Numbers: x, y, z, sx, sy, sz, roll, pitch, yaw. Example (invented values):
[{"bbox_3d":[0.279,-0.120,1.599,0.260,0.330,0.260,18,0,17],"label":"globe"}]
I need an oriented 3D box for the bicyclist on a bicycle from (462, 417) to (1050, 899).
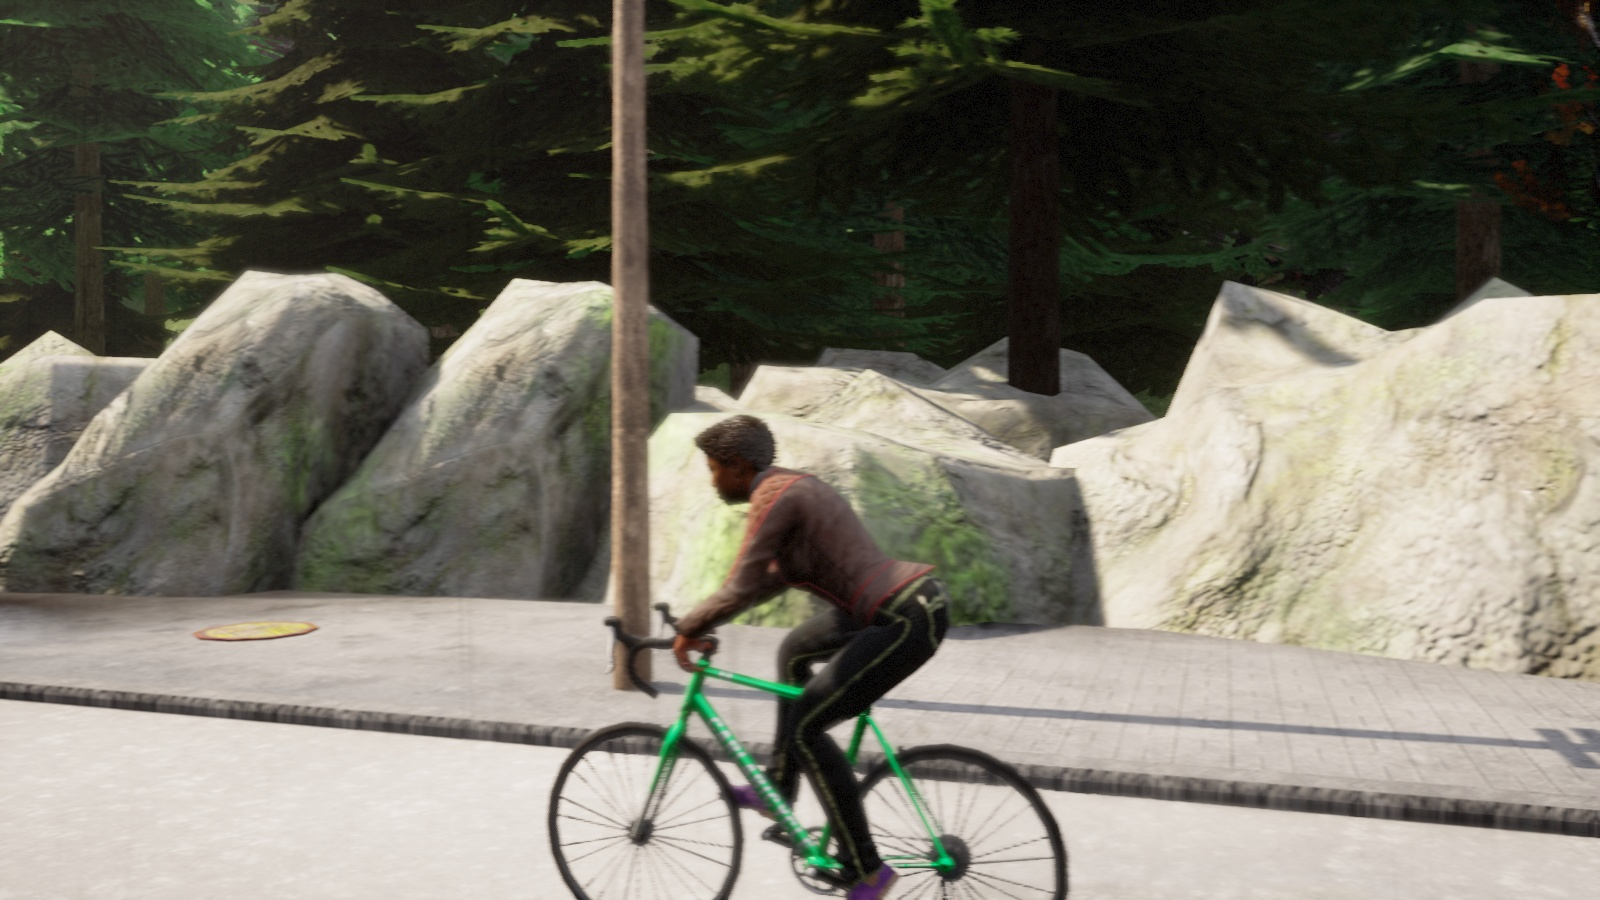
[{"bbox_3d":[-0.129,0.718,3.764,1.656,1.620,0.582,0,1,19],"label":"bicyclist on a bicycle"}]
